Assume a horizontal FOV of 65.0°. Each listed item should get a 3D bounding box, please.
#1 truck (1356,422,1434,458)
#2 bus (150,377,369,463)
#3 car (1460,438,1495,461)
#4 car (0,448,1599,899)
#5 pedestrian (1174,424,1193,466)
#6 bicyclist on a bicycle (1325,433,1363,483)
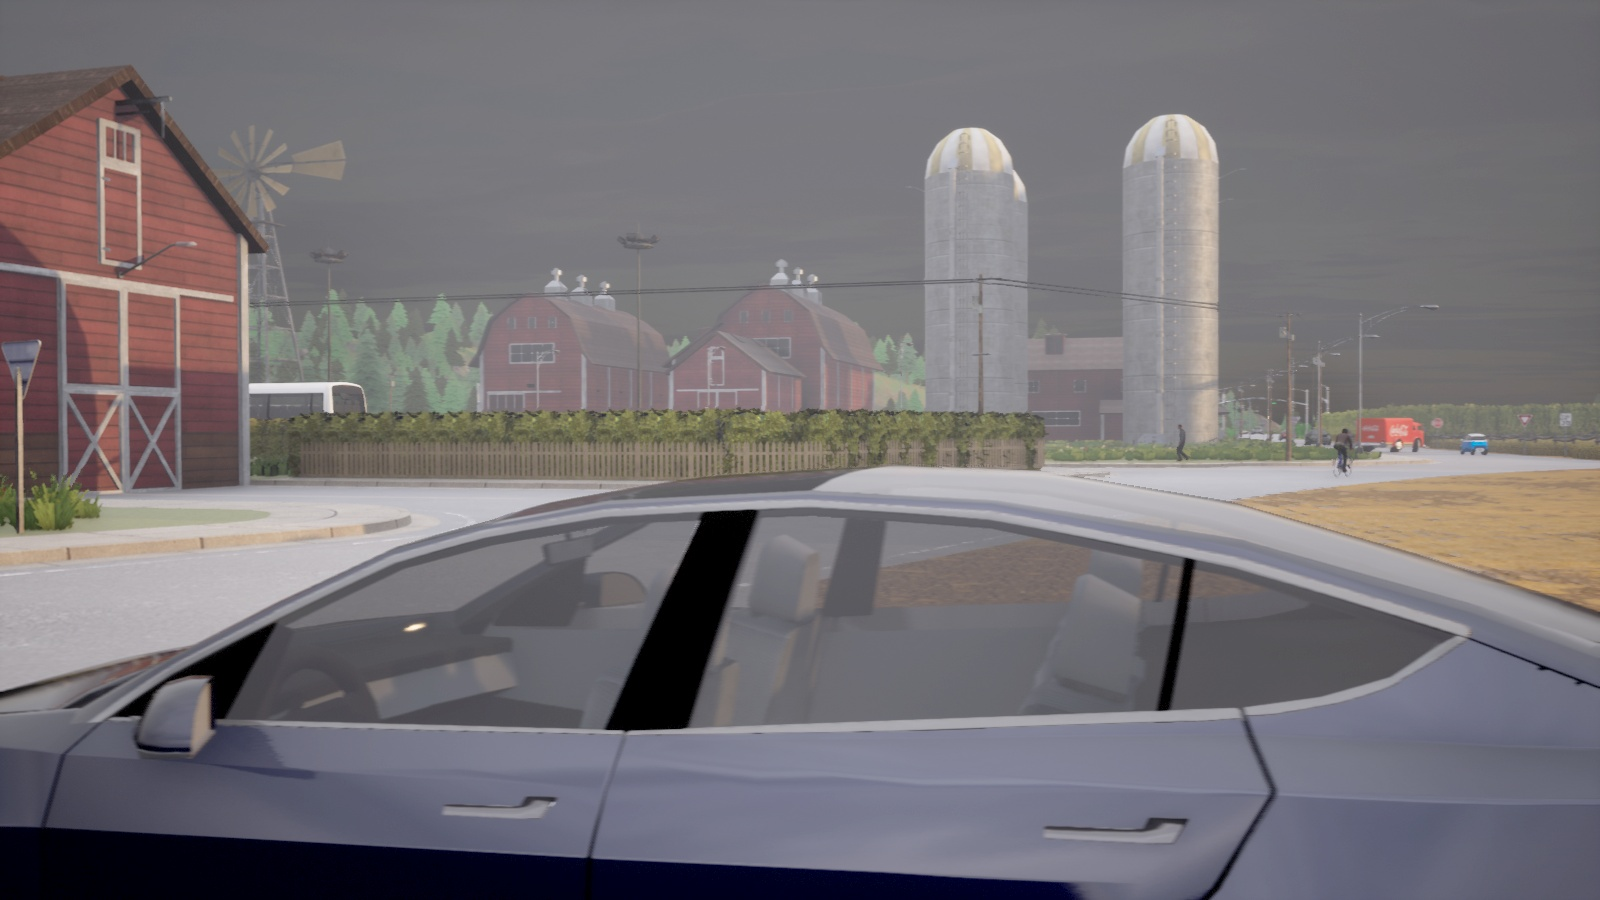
[{"bbox_3d":[42.533,-0.745,89.802,5.204,2.467,2.627,0,2,-33],"label":"truck"},{"bbox_3d":[-28.176,-1.537,65.553,10.273,4.253,3.944,0,1,15],"label":"bus"},{"bbox_3d":[43.259,-0.050,80.173,1.481,1.376,2.207,0,1,15],"label":"car"},{"bbox_3d":[-0.422,0.774,3.221,4.792,1.488,2.163,1,1,16],"label":"car"},{"bbox_3d":[18.017,-0.243,59.071,0.788,1.949,0.423,0,1,9],"label":"pedestrian"},{"bbox_3d":[18.023,0.245,41.588,0.582,1.620,1.656,1,1,43],"label":"bicyclist on a bicycle"}]
